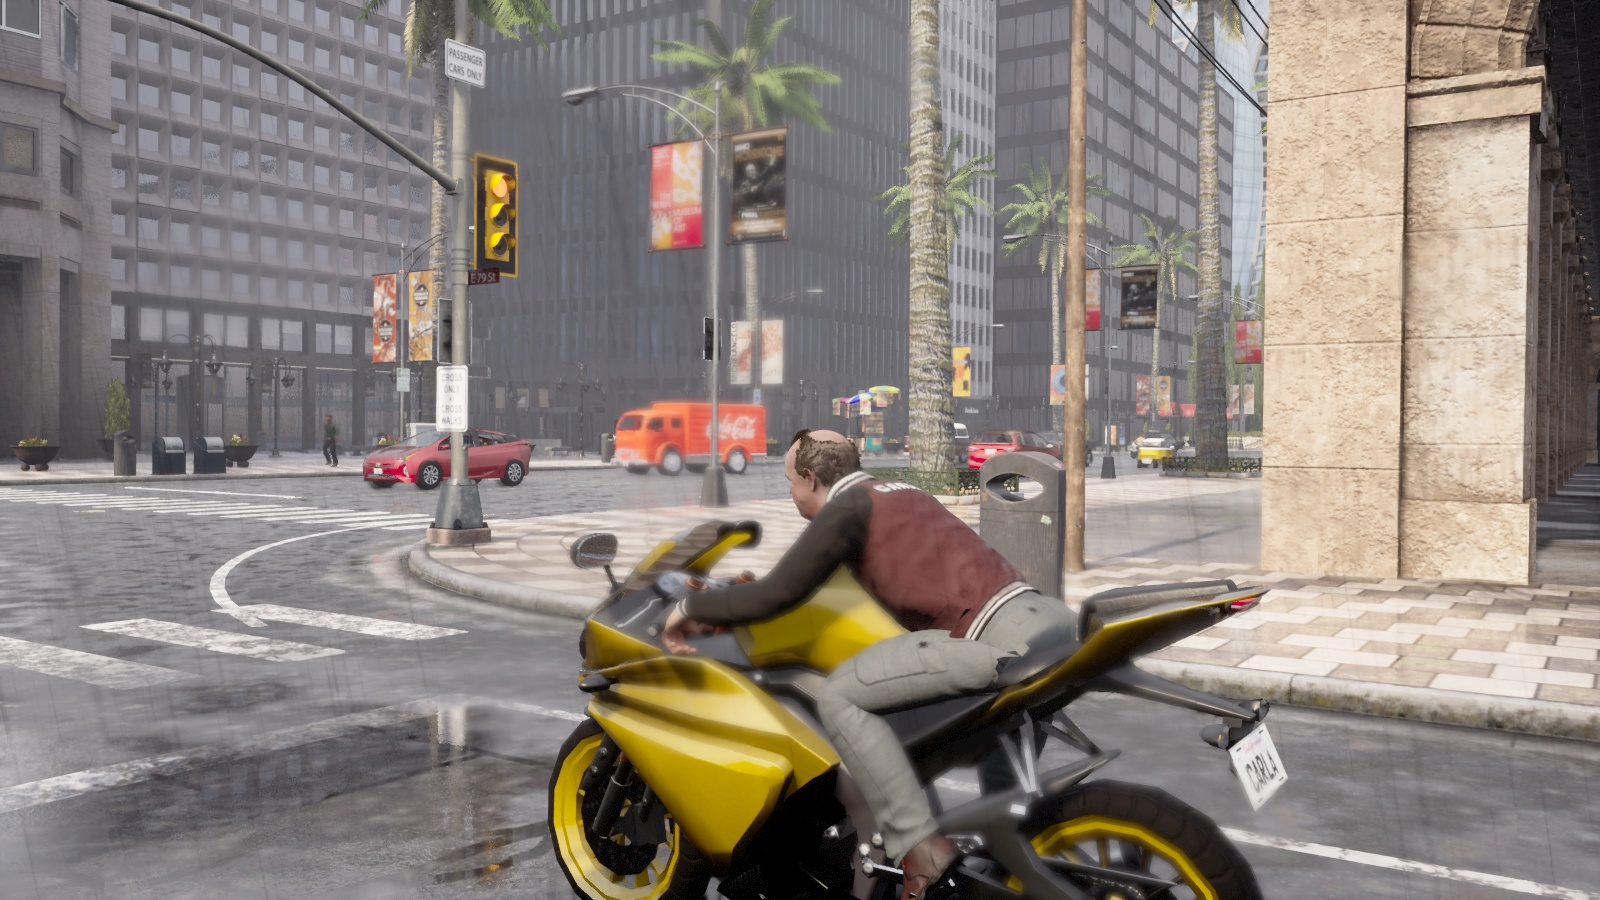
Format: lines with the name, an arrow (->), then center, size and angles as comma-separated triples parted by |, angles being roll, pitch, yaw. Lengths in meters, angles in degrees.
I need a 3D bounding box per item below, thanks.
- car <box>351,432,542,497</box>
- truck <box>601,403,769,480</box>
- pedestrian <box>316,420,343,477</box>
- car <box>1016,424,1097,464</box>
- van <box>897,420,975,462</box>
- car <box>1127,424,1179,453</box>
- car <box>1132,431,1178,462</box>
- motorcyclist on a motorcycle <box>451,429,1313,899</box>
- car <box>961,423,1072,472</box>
car -> -8.995, 0.318, 32.343 | 2.007, 1.525, 4.514 | 0, 1, 33
truck -> -3.898, -0.309, 43.135 | 5.204, 2.467, 2.627 | -1, 1, -43
pedestrian -> -16.074, -0.052, 42.875 | 0.423, 1.949, 0.788 | 0, 1, 20
car -> 11.791, -0.302, 57.503 | 2.097, 1.767, 4.553 | 0, 1, 33
van -> 6.837, -0.464, 62.732 | 2.069, 2.038, 4.480 | 0, 1, 33
car -> 22.786, -0.764, 81.011 | 1.932, 1.855, 4.605 | 0, 1, 33
car -> 16.488, -0.159, 58.327 | 1.481, 1.376, 2.207 | 0, 1, 33
motorcyclist on a motorcycle -> 0.146, 0.718, 3.421 | 2.191, 1.530, 0.866 | 0, 1, 33
car -> 7.826, -0.111, 45.101 | 2.242, 1.667, 4.611 | 0, 1, 34
